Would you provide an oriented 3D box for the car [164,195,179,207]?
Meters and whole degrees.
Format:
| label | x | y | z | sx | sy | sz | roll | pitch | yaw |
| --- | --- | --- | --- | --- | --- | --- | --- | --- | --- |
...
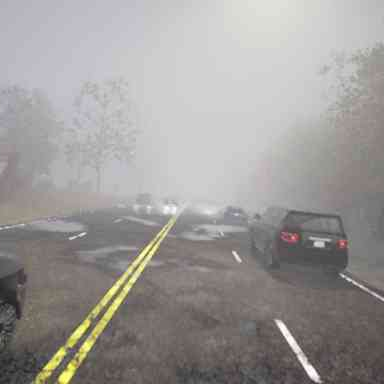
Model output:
| label | x | y | z | sx | sy | sz | roll | pitch | yaw |
| --- | --- | --- | --- | --- | --- | --- | --- | --- | --- |
| car | -2.781 | 1.177 | 46.023 | 2.128 | 1.511 | 4.902 | 5 | 0 | 1 |

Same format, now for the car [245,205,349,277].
| label | x | y | z | sx | sy | sz | roll | pitch | yaw |
| --- | --- | --- | --- | --- | --- | --- | --- | --- | --- |
| car | 3.548 | 1.530 | 11.993 | 2.150 | 2.045 | 5.566 | 7 | 1 | 0 |

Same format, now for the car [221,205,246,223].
| label | x | y | z | sx | sy | sz | roll | pitch | yaw |
| --- | --- | --- | --- | --- | --- | --- | --- | --- | --- |
| car | 3.676 | 1.857 | 29.218 | 1.994 | 1.385 | 4.181 | 6 | -1 | 0 |

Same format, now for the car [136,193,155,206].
| label | x | y | z | sx | sy | sz | roll | pitch | yaw |
| --- | --- | --- | --- | --- | --- | --- | --- | --- | --- |
| car | -6.061 | 0.866 | 43.587 | 1.882 | 1.535 | 5.008 | 5 | 0 | 1 |

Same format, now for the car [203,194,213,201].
| label | x | y | z | sx | sy | sz | roll | pitch | yaw |
| --- | --- | --- | --- | --- | --- | --- | --- | --- | --- |
| car | 4.654 | 1.644 | 90.900 | 2.033 | 1.649 | 4.856 | 6 | -1 | 1 |

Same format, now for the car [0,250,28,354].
| label | x | y | z | sx | sy | sz | roll | pitch | yaw |
| --- | --- | --- | --- | --- | --- | --- | --- | --- | --- |
| car | -3.263 | 1.253 | 2.815 | 2.128 | 1.511 | 4.902 | 5 | 0 | 0 |
